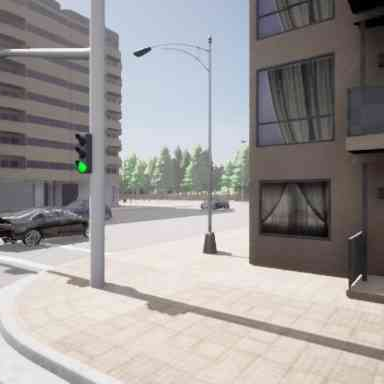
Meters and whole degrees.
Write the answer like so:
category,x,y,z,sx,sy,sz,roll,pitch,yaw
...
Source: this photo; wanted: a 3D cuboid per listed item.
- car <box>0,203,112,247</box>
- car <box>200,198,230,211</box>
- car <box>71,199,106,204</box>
category,x,y,z,sx,sy,sz,roll,pitch,yaw
car,-6.398,1.482,15.155,2.128,1.511,4.902,0,0,35
car,2.814,1.477,40.567,2.128,1.511,4.902,0,0,36
car,-8.244,1.338,24.889,2.097,1.767,4.553,0,0,35
